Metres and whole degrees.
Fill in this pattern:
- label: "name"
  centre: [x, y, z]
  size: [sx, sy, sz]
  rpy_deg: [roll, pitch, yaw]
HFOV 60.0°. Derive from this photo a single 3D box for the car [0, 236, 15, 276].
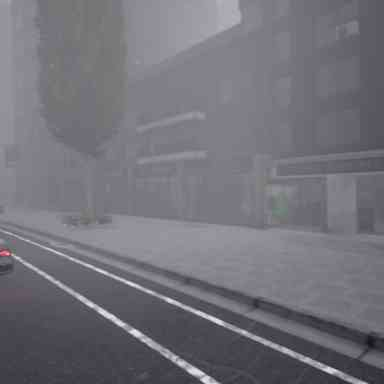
- label: "car"
  centre: [-6.403, 1.473, 9.140]
  size: [2.033, 1.411, 5.357]
  rpy_deg: [-2, 1, -40]
